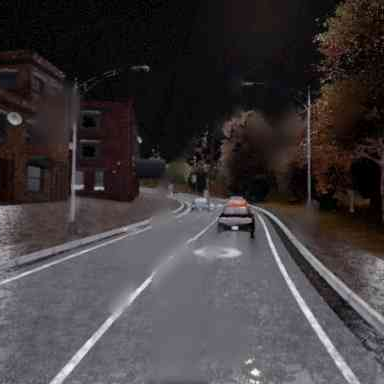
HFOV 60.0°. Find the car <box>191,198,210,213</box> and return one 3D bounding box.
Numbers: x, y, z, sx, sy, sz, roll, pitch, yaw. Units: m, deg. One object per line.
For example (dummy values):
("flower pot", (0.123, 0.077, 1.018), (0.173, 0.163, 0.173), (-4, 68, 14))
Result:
("car", (0.963, 1.345, 34.834), (1.812, 1.442, 4.674), (0, 1, 4))

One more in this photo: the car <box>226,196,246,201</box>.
("car", (4.770, 1.170, 36.107), (2.097, 1.767, 4.553), (0, 1, 4))

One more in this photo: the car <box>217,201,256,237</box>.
("car", (2.415, 1.458, 17.988), (2.128, 1.511, 4.902), (0, 0, 9))
